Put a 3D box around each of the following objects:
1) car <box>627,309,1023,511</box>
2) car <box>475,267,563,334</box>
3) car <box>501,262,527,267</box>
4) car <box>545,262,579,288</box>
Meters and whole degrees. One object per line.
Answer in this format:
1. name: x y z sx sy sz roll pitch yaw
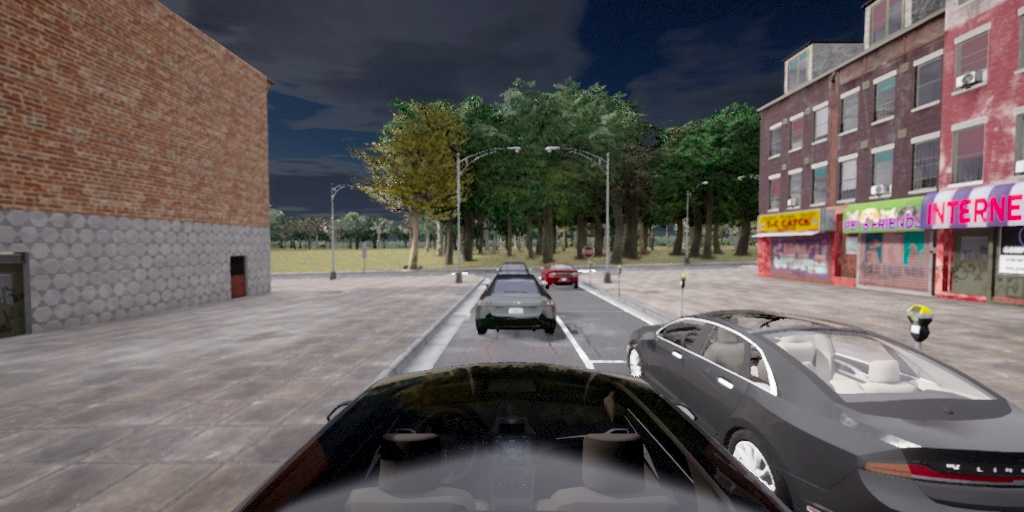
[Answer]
1. car: 2.633 1.264 3.962 2.007 1.370 4.403 0 0 0
2. car: 0.084 1.181 10.120 1.994 1.385 4.181 0 1 0
3. car: 0.108 1.014 19.931 2.033 1.411 5.357 0 1 2
4. car: 2.601 1.007 20.180 1.888 1.381 4.507 0 0 0
